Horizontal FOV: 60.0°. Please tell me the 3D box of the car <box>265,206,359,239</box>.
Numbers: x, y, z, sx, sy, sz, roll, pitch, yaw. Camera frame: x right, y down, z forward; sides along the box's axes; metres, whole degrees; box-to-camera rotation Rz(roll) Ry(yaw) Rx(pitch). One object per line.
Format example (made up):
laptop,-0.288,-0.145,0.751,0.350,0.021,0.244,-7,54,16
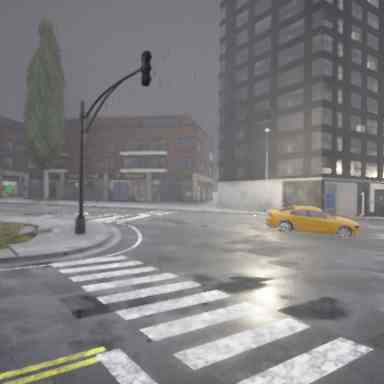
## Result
car,6.704,1.601,18.758,5.008,1.535,1.882,4,4,11
